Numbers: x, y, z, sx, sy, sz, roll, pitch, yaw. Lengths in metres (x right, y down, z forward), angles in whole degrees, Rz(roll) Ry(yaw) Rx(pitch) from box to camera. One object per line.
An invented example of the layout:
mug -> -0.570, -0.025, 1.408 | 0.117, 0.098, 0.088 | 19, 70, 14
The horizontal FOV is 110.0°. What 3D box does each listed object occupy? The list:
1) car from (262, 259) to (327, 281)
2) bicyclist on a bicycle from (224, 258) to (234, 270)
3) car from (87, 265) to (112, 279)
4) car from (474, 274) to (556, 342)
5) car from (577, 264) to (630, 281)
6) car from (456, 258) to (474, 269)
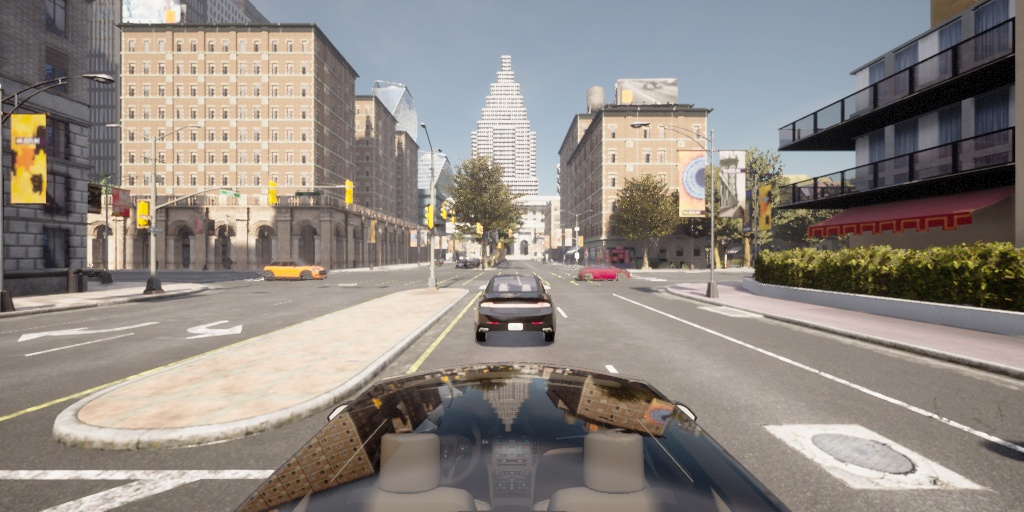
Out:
car -> -17.661, 1.100, 29.314 | 4.553, 1.767, 2.097 | 0, 0, 0
bicyclist on a bicycle -> -37.237, 1.048, 47.206 | 0.582, 1.620, 1.656 | 0, 0, 0
car -> -35.543, 1.312, 29.247 | 4.181, 1.385, 1.994 | 0, 0, 0
car -> 0.082, 1.241, 9.797 | 2.128, 1.511, 4.902 | 0, 0, 0
car -> 7.469, 1.312, 29.418 | 4.181, 1.385, 1.994 | 0, 0, 0
car -> -8.002, 1.238, 58.545 | 2.128, 1.511, 4.902 | 0, 0, 0
